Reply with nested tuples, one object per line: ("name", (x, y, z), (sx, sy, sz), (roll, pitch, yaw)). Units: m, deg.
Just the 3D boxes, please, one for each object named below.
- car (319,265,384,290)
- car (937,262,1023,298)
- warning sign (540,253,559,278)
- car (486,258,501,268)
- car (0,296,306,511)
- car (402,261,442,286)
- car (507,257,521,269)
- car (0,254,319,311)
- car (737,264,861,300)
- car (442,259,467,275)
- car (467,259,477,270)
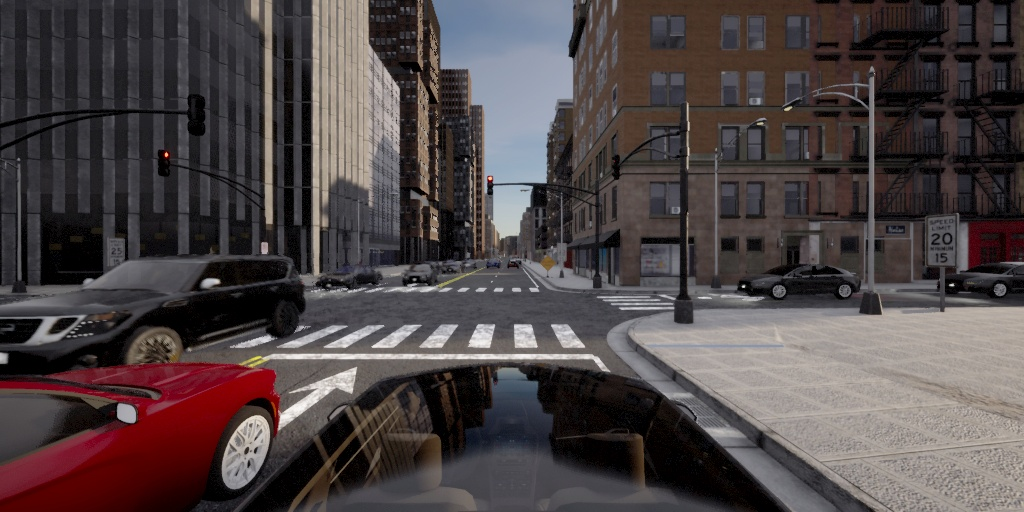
("car", (-10.185, 1.301, 23.079), (2.033, 1.411, 5.357), (0, 0, 6))
("car", (22.301, 1.048, 16.197), (4.892, 1.490, 1.837), (0, 0, 0))
("warning sign", (2.909, 0.868, 29.142), (1.300, 1.860, 1.060), (0, 0, 0))
("car", (-3.068, 1.119, 59.494), (2.097, 1.767, 4.553), (0, 0, 1))
("car", (-3.153, 1.228, 1.421), (1.882, 1.535, 5.008), (0, 0, 0))
("car", (-6.344, 1.257, 25.122), (1.837, 1.490, 4.892), (0, 0, -4))
("car", (0.175, 1.271, 58.745), (1.837, 1.490, 4.892), (0, 0, 0))
("car", (-6.599, 0.977, 7.351), (2.150, 2.045, 5.566), (0, 0, 0))
("car", (12.904, 1.116, 16.278), (4.892, 1.490, 1.837), (0, 0, -1))
("car", (-6.515, 1.321, 39.667), (1.994, 1.385, 4.181), (0, 0, 0))
("car", (-6.456, 1.254, 54.415), (2.128, 1.511, 4.902), (0, 0, 0))
